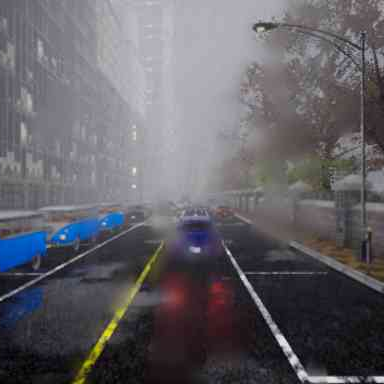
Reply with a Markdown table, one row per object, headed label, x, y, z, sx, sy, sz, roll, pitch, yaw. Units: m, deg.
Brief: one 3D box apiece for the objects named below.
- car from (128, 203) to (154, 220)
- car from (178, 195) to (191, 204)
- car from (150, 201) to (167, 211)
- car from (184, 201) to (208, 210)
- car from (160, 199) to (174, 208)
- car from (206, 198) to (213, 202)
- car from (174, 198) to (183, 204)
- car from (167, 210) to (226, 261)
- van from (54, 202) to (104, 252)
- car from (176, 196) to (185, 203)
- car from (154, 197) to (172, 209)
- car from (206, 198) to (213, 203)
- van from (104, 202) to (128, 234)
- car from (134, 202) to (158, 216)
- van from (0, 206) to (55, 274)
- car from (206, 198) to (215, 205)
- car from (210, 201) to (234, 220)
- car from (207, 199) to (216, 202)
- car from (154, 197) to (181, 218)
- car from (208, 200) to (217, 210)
| label | x | y | z | sx | sy | sz | roll | pitch | yaw |
| --- | --- | --- | --- | --- | --- | --- | --- | --- | --- |
| car | -5.080 | 1.829 | 31.134 | 1.947 | 1.339 | 4.313 | 0 | 0 | 1 |
| car | -1.400 | 1.719 | 74.388 | 2.150 | 2.045 | 5.566 | 0 | 0 | 2 |
| car | -4.757 | 1.958 | 48.023 | 2.008 | 1.369 | 4.403 | 0 | 0 | 1 |
| car | 0.374 | 1.884 | 33.492 | 1.895 | 1.301 | 4.718 | 0 | 0 | 1 |
| car | -4.461 | 2.054 | 59.284 | 2.008 | 1.369 | 4.403 | 0 | 0 | 1 |
| car | 3.418 | 1.898 | 53.866 | 1.967 | 1.590 | 4.097 | 0 | 0 | 2 |
| car | -3.452 | 2.291 | 87.402 | 1.887 | 1.381 | 4.507 | 0 | -1 | 2 |
| car | 0.133 | 1.631 | 12.543 | 1.812 | 1.442 | 4.674 | 0 | 0 | 0 |
| van | -5.266 | 1.461 | 14.253 | 1.690 | 1.788 | 3.998 | 0 | 0 | 0 |
| car | -3.205 | 2.110 | 93.025 | 2.192 | 1.841 | 5.009 | 0 | -1 | 3 |
| car | -4.616 | 1.770 | 53.652 | 2.192 | 1.841 | 5.009 | 0 | 0 | 1 |
| car | 4.843 | 2.344 | 93.344 | 1.887 | 1.381 | 4.507 | 0 | -1 | 3 |
| van | -5.222 | 1.508 | 19.882 | 1.690 | 1.788 | 3.998 | 0 | 0 | 0 |
| car | -4.989 | 1.862 | 36.769 | 2.008 | 1.369 | 4.403 | 0 | 0 | 1 |
| van | -5.297 | 1.414 | 8.618 | 1.690 | 1.788 | 3.998 | 0 | 0 | 0 |
| car | 4.114 | 2.143 | 74.716 | 1.837 | 1.490 | 4.892 | 0 | 0 | 2 |
| car | 2.948 | 1.809 | 31.284 | 1.887 | 1.381 | 4.507 | 0 | 0 | 1 |
| car | 3.149 | 1.927 | 42.578 | 1.947 | 1.339 | 4.313 | 0 | 0 | 1 |
| car | -2.561 | 1.638 | 33.846 | 2.097 | 1.767 | 4.553 | 0 | 0 | 1 |
| car | 3.040 | 1.879 | 36.929 | 1.947 | 1.339 | 4.313 | 0 | 0 | 1 |
